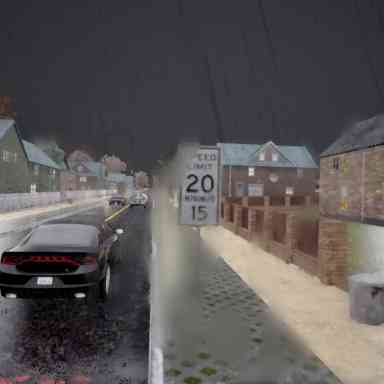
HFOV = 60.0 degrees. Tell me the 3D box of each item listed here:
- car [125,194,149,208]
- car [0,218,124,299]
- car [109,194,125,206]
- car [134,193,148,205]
[{"bbox_3d":[-6.199,1.104,38.659,2.033,1.411,5.357,2,0,-6],"label":"car"},{"bbox_3d":[-2.825,1.365,8.230,1.882,1.535,5.008,2,0,-6],"label":"car"},{"bbox_3d":[-9.498,0.975,42.905,2.033,1.411,5.357,2,0,-6],"label":"car"},{"bbox_3d":[-7.336,0.972,48.291,1.812,1.442,4.674,2,0,-6],"label":"car"}]
